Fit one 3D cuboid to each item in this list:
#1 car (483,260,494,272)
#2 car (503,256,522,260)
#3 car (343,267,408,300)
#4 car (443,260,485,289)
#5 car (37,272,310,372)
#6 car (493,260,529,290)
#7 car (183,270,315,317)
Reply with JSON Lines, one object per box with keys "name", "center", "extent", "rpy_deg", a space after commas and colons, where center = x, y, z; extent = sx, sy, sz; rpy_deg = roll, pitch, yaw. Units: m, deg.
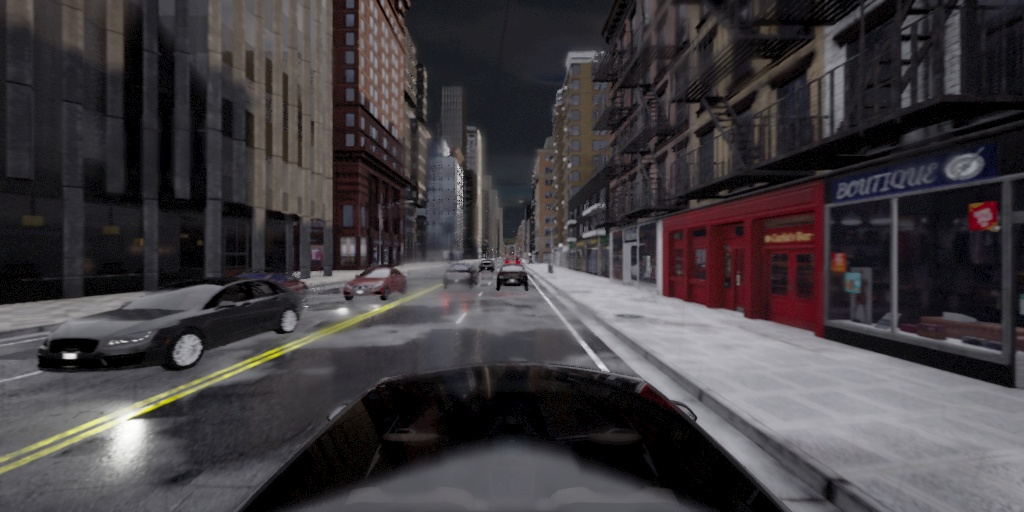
{"name": "car", "center": [-3.156, 1.261, 46.467], "extent": [1.837, 1.490, 4.892], "rpy_deg": [0, 0, 0]}
{"name": "car", "center": [0.095, 0.977, 45.064], "extent": [2.150, 2.045, 5.566], "rpy_deg": [0, 0, 0]}
{"name": "car", "center": [-6.501, 1.275, 17.657], "extent": [1.812, 1.442, 4.674], "rpy_deg": [0, 0, 0]}
{"name": "car", "center": [-3.199, 1.241, 23.277], "extent": [2.128, 1.511, 4.902], "rpy_deg": [0, 0, 0]}
{"name": "car", "center": [-6.590, 1.256, 7.780], "extent": [1.837, 1.490, 4.892], "rpy_deg": [0, 0, 0]}
{"name": "car", "center": [0.045, 1.227, 22.650], "extent": [1.882, 1.535, 5.008], "rpy_deg": [0, 0, 1]}
{"name": "car", "center": [-9.784, 1.314, 13.861], "extent": [1.994, 1.385, 4.181], "rpy_deg": [0, 0, 1]}
